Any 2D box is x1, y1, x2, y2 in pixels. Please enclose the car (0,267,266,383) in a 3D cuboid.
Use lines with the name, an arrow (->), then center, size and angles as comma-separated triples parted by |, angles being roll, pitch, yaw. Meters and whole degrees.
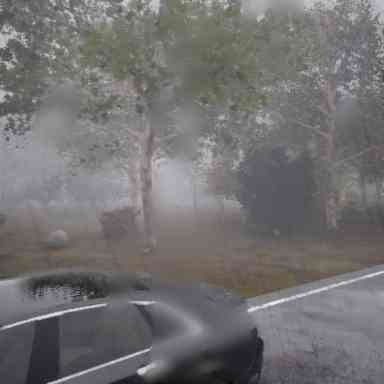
car -> -1.543, 1.505, 2.586 | 4.892, 1.490, 1.837 | 0, 0, -35
